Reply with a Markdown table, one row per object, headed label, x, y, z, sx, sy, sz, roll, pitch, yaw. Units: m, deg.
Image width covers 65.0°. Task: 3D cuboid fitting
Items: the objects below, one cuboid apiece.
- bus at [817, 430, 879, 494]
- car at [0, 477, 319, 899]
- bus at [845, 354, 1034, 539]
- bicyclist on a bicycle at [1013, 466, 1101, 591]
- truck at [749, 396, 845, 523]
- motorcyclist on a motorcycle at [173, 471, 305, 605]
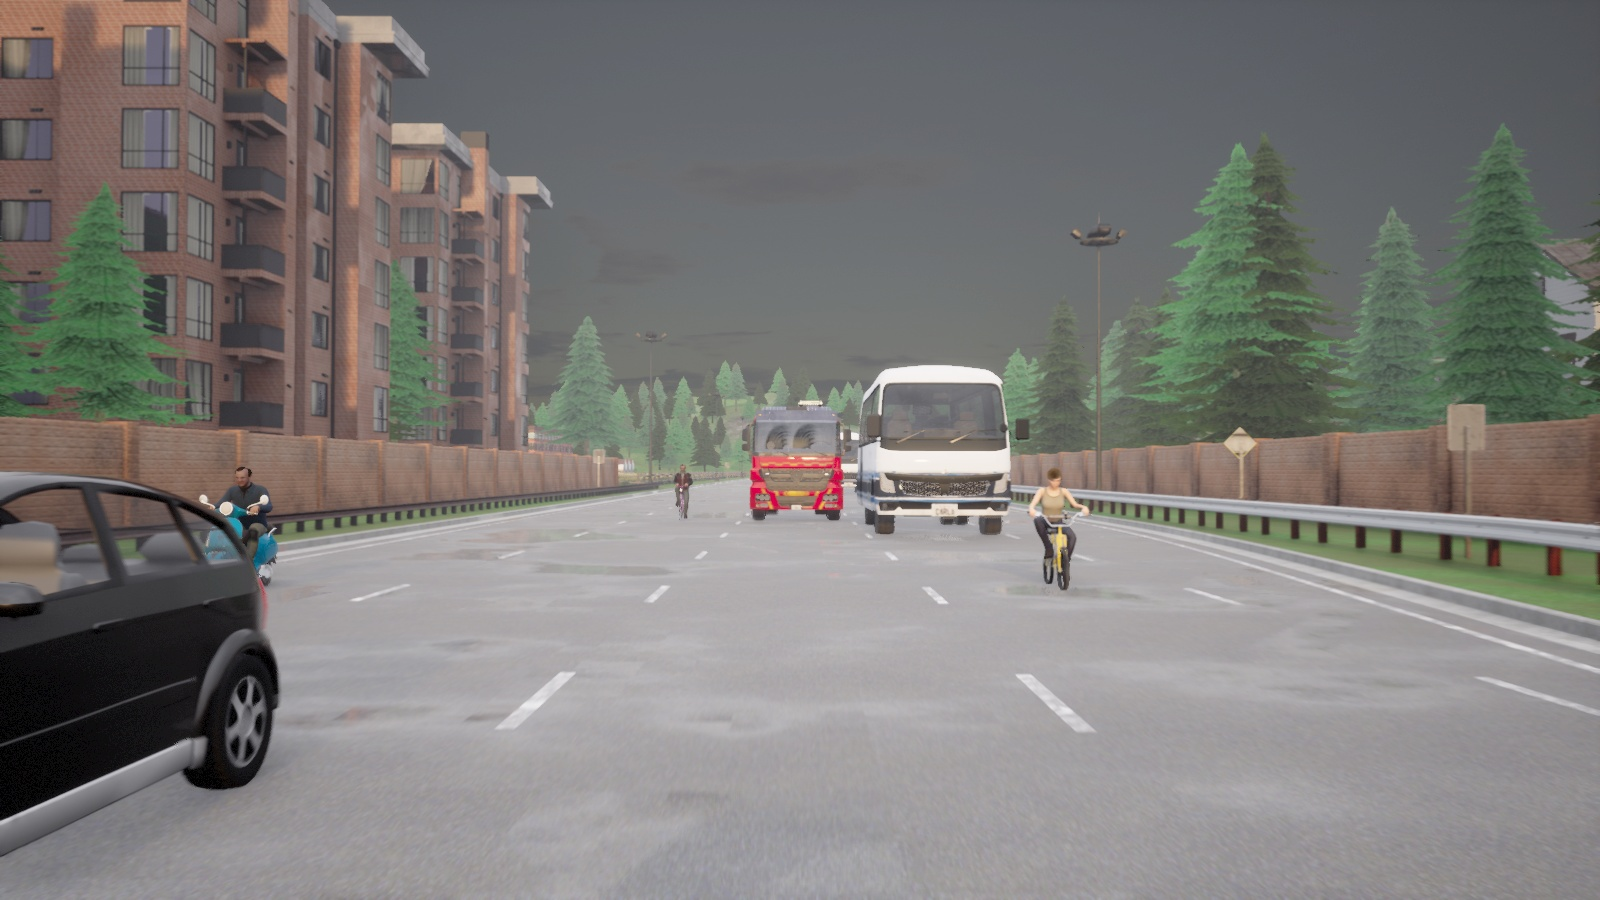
| label | x | y | z | sx | sy | sz | roll | pitch | yaw |
| --- | --- | --- | --- | --- | --- | --- | --- | --- | --- |
| bus | 3.278 | 0.914 | 89.095 | 3.944 | 4.253 | 10.273 | 0 | -1 | 0 |
| car | -3.513 | 0.891 | 4.986 | 1.789 | 1.549 | 3.705 | 0 | -1 | 0 |
| bus | 3.406 | -0.005 | 34.117 | 3.944 | 4.253 | 10.273 | 0 | -1 | 0 |
| bicyclist on a bicycle | 3.458 | 1.022 | 17.007 | 0.866 | 1.612 | 1.509 | 0 | -1 | 0 |
| truck | -0.107 | 0.353 | 42.025 | 2.891 | 3.827 | 8.468 | 0 | -1 | 0 |
| motorcyclist on a motorcycle | -7.039 | 1.061 | 15.865 | 0.866 | 1.590 | 1.817 | 0 | -1 | 0 |
